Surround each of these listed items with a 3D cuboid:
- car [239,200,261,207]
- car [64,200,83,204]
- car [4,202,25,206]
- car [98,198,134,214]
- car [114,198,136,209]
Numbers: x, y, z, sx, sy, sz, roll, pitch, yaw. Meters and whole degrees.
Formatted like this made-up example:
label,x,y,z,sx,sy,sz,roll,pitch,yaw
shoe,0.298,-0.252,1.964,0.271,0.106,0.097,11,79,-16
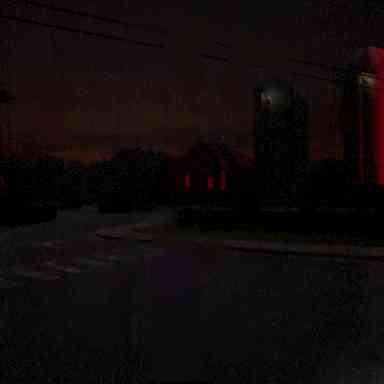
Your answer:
label,x,y,z,sx,sy,sz,roll,pitch,yaw
car,8.489,2.021,48.723,2.242,1.667,4.611,-1,-1,31
car,-24.146,2.414,67.580,1.816,1.474,4.193,-1,-1,31
car,-29.726,2.344,55.927,1.784,1.438,3.905,-1,-1,31
car,-10.344,1.913,44.545,1.932,1.855,4.605,-1,-1,31
car,-12.285,2.092,61.149,1.905,1.878,3.866,-1,-1,31
